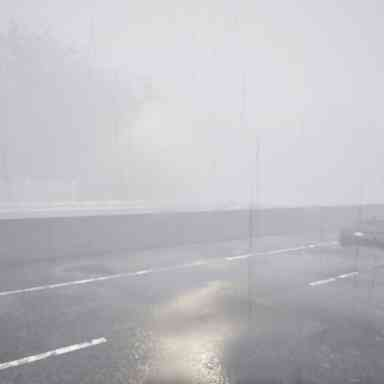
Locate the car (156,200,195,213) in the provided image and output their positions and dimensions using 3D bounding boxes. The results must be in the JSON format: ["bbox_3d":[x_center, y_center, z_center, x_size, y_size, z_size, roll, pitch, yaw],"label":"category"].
[{"bbox_3d":[-0.917,1.564,33.430,5.357,1.411,2.033,0,0,-35],"label":"car"}]

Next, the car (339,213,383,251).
[{"bbox_3d":[8.010,1.578,13.886,4.181,1.385,1.994,0,0,-36],"label":"car"}]

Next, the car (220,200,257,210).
[{"bbox_3d":[5.051,1.545,29.079,4.674,1.442,1.812,0,0,-35],"label":"car"}]

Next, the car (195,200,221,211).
[{"bbox_3d":[3.023,1.523,31.931,4.892,1.490,1.837,0,0,-35],"label":"car"}]

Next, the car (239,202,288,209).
[{"bbox_3d":[6.164,1.619,25.579,4.718,1.301,1.895,0,0,-35],"label":"car"}]
